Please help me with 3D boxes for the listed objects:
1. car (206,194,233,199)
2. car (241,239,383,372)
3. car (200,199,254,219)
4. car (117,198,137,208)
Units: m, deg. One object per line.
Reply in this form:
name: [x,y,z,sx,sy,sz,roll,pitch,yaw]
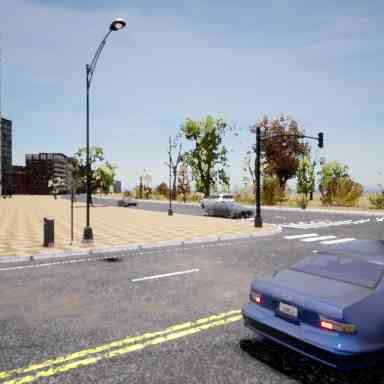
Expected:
car: [3.206,1.284,42.893,2.150,2.045,5.566,0,0,-32]
car: [3.303,1.547,5.655,5.357,1.411,2.033,0,0,-34]
car: [3.220,1.610,30.135,2.033,1.411,5.357,0,0,-32]
car: [-10.308,1.666,52.469,2.033,1.411,5.357,0,0,-30]
